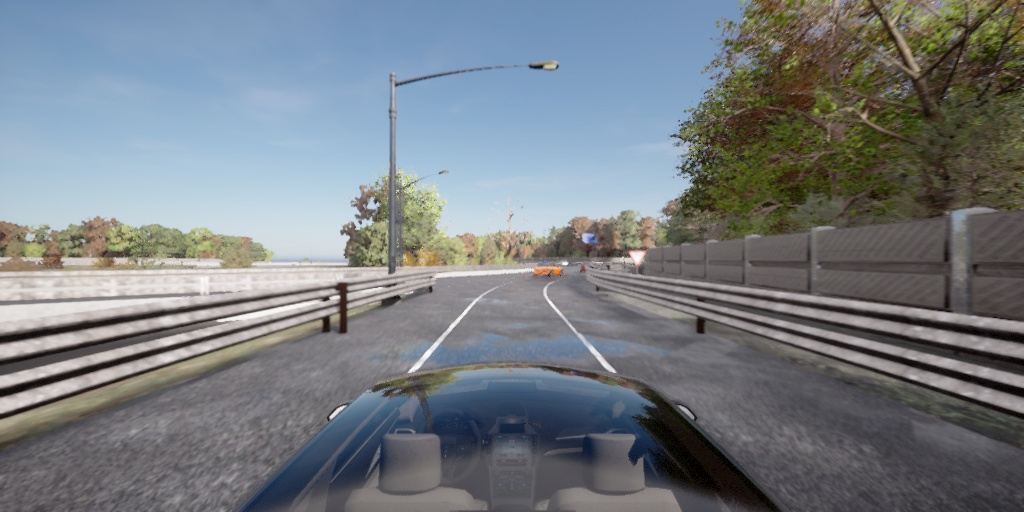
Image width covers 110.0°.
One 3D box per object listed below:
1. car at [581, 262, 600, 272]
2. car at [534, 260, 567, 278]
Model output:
[{"bbox_3d":[12.631,1.780,58.652,2.097,1.767,4.553,0,-1,22],"label":"car"},{"bbox_3d":[4.384,1.575,42.462,2.097,1.767,4.553,-1,-1,31],"label":"car"}]
